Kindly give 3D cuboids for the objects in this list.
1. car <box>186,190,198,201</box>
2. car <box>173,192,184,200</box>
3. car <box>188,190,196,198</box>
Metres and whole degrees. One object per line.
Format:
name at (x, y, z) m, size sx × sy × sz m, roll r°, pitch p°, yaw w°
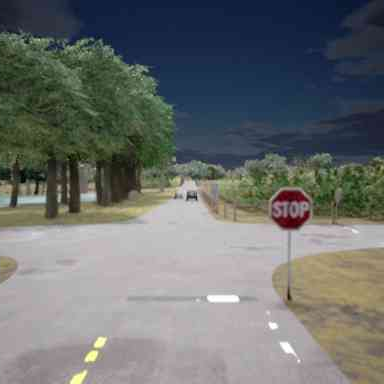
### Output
car at (-0.006, 0.614, 63.300) m, size 2.150 × 2.045 × 5.566 m, roll 0°, pitch 1°, yaw 0°
car at (-2.756, 0.837, 67.867) m, size 1.812 × 1.442 × 4.674 m, roll 0°, pitch 2°, yaw 0°
car at (-0.007, 0.411, 73.684) m, size 1.882 × 1.535 × 5.008 m, roll 0°, pitch 2°, yaw 0°
